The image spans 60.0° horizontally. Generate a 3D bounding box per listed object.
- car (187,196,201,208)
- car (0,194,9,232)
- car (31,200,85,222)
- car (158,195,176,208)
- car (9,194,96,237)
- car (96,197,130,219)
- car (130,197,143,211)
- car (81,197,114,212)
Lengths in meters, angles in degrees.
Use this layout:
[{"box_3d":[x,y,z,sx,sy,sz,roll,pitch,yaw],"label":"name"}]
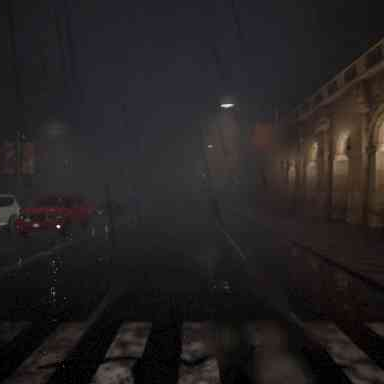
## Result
[{"box_3d":[0.267,1.275,44.513,2.128,1.511,4.902,0,0,1],"label":"car"},{"box_3d":[-10.591,1.142,16.293,2.150,2.045,5.566,0,0,0],"label":"car"},{"box_3d":[-10.500,1.418,26.529,2.033,1.411,5.357,0,0,1],"label":"car"},{"box_3d":[-3.233,1.136,44.528,2.097,1.767,4.553,0,0,1],"label":"car"},{"box_3d":[-7.094,1.135,17.731,2.150,2.045,5.566,0,0,-2],"label":"car"},{"box_3d":[-6.977,1.356,27.859,2.128,1.511,4.902,0,0,1],"label":"car"},{"box_3d":[-6.841,1.292,38.270,1.882,1.535,5.008,0,0,1],"label":"car"},{"box_3d":[-10.354,1.368,36.972,2.033,1.411,5.357,0,0,1],"label":"car"}]
